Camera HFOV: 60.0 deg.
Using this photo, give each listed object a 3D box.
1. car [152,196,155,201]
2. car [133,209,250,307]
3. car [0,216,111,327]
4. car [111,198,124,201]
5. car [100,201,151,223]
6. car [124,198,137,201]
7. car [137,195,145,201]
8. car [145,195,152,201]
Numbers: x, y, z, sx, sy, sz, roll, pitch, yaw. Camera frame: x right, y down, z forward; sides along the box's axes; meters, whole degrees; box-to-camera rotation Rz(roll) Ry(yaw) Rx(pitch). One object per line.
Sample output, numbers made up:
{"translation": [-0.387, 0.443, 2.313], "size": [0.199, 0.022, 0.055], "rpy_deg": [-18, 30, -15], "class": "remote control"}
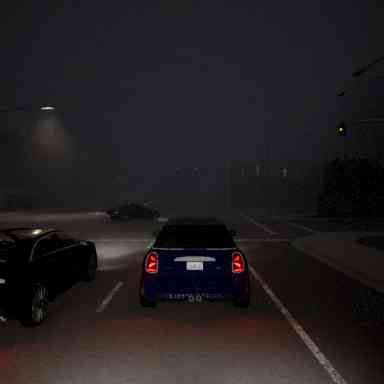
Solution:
{"translation": [-10.641, 1.642, 85.001], "size": [2.128, 1.511, 4.902], "rpy_deg": [0, 0, 0], "class": "car"}
{"translation": [0.060, 1.364, 8.155], "size": [2.097, 1.767, 4.553], "rpy_deg": [0, 0, 0], "class": "car"}
{"translation": [-3.446, 1.503, 7.015], "size": [2.128, 1.511, 4.902], "rpy_deg": [0, 0, 0], "class": "car"}
{"translation": [-10.669, 1.857, 43.910], "size": [1.812, 1.442, 4.674], "rpy_deg": [0, 0, 0], "class": "car"}
{"translation": [-4.792, 1.687, 27.209], "size": [4.674, 1.442, 1.812], "rpy_deg": [1, -1, -45], "class": "car"}
{"translation": [-10.681, 1.744, 52.947], "size": [2.097, 1.767, 4.553], "rpy_deg": [0, 0, 0], "class": "car"}
{"translation": [-10.660, 1.821, 62.732], "size": [1.882, 1.535, 5.008], "rpy_deg": [0, 1, 0], "class": "car"}
{"translation": [-10.621, 1.556, 72.785], "size": [2.097, 1.767, 4.553], "rpy_deg": [0, 1, 0], "class": "car"}
